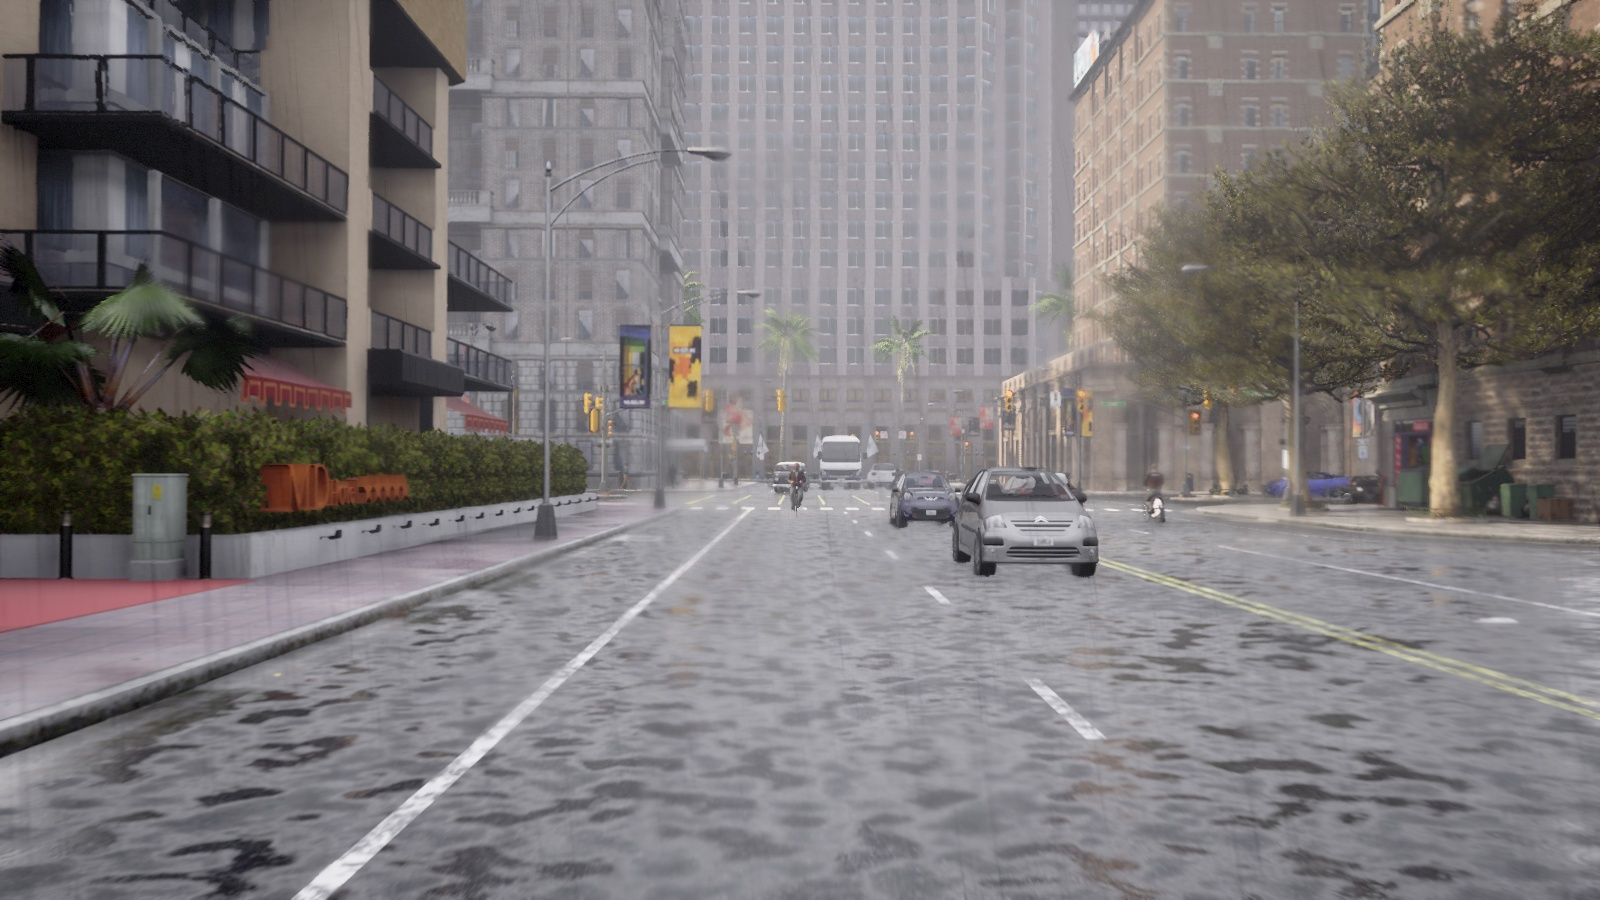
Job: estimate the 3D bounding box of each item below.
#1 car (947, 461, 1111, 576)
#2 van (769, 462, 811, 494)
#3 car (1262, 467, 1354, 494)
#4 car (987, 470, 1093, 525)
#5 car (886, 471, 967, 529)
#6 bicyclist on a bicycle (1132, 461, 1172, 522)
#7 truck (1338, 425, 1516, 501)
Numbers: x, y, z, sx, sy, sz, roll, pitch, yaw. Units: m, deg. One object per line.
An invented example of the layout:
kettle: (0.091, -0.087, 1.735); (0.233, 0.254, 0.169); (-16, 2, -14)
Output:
car: (3.460, 0.998, 19.721); (1.851, 1.617, 3.988); (0, -1, 0)
van: (-0.612, 1.803, 82.806); (2.069, 2.038, 4.480); (0, -1, 8)
car: (29.463, 1.754, 72.921); (4.514, 1.525, 2.007); (0, -1, 1)
car: (6.912, 1.345, 36.722); (2.163, 1.488, 4.792); (0, -1, 0)
car: (3.417, 1.339, 34.433); (1.845, 1.501, 3.633); (0, -1, 0)
bicyclist on a bicycle: (10.410, 1.209, 37.172); (0.659, 1.776, 1.843); (0, -1, 0)
truck: (30.012, 0.629, 60.111); (7.936, 3.462, 2.891); (0, -1, -19)
